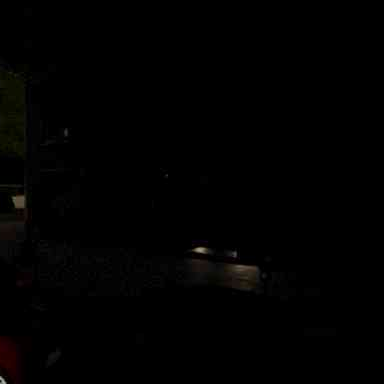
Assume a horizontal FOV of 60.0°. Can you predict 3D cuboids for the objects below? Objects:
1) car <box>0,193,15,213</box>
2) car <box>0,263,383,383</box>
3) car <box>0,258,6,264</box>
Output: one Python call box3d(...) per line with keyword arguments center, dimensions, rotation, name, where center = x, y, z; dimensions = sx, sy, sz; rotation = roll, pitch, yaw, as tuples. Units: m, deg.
box3d(center=(-20.541, 1.120, 32.807), dimensions=(2.150, 2.045, 5.566), rotation=(0, 0, 35), name="car")
box3d(center=(-0.089, 1.545, 2.875), dimensions=(4.507, 1.381, 1.887), rotation=(0, 0, 35), name="car")
box3d(center=(-4.587, 1.582, 6.071), dimensions=(4.206, 1.307, 1.802), rotation=(0, 0, 35), name="car")
